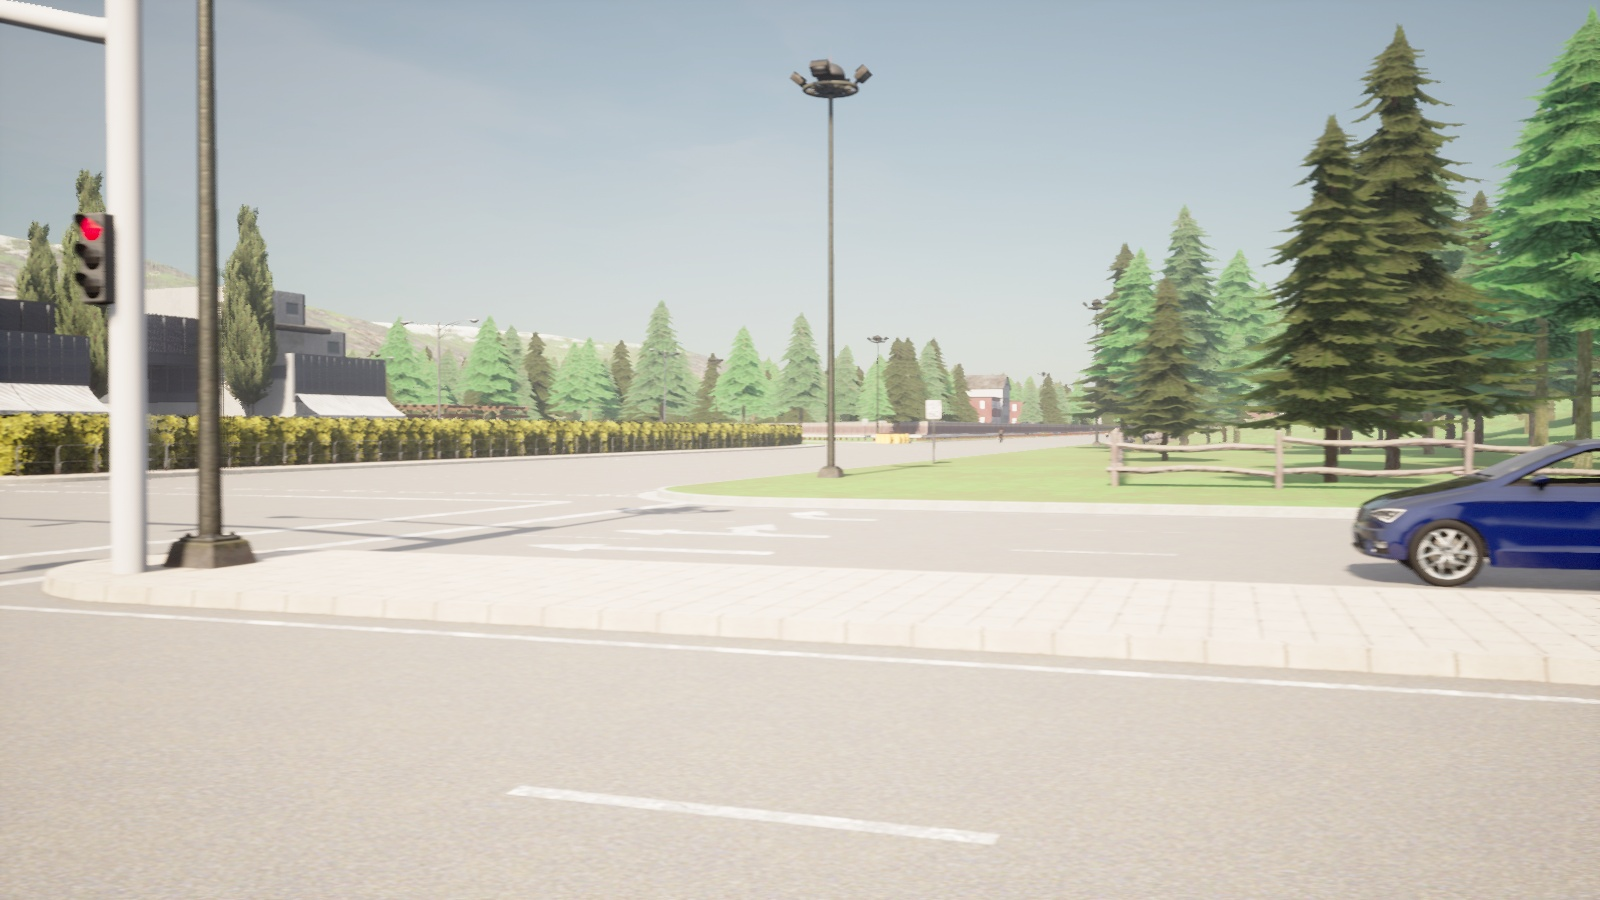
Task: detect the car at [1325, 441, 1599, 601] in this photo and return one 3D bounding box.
[{"bbox_3d":[7.674,0.672,12.745,4.193,1.474,1.816,1,1,19],"label":"car"}]
